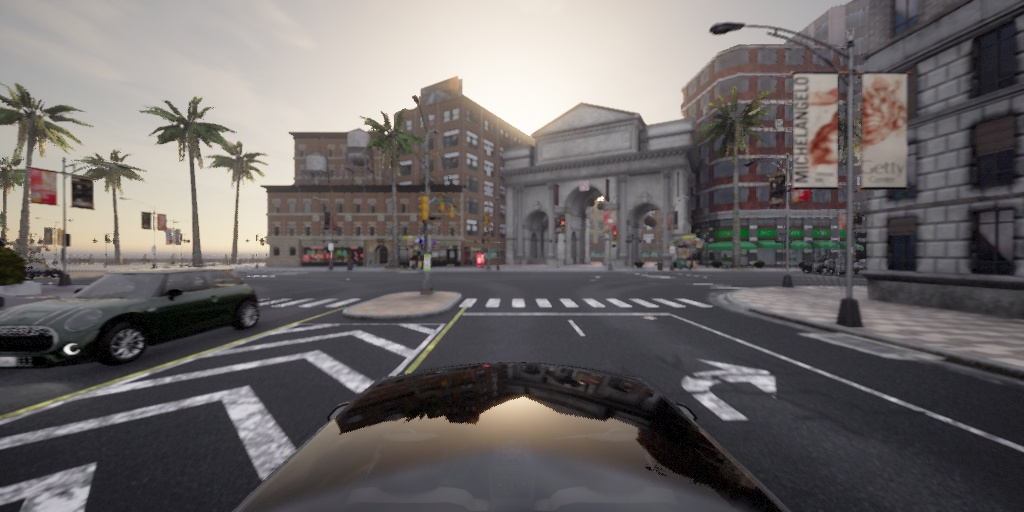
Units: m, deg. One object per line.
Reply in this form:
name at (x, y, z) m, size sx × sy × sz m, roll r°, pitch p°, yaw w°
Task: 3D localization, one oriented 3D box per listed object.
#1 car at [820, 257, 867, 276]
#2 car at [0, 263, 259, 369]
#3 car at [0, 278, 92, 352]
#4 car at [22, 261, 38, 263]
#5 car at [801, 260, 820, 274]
car at (30.919, 1.082, 31.962) m, size 4.892 × 1.490 × 1.837 m, roll 0°, pitch 0°, yaw 1°
car at (-8.011, 1.066, 7.928) m, size 2.097 × 1.767 × 4.553 m, roll 0°, pitch 0°, yaw 0°
car at (-11.525, 1.272, 6.261) m, size 2.033 × 1.411 × 5.357 m, roll 0°, pitch 0°, yaw 1°
car at (-39.420, 1.142, 28.882) m, size 5.357 × 1.411 × 2.033 m, roll 0°, pitch 0°, yaw 1°
car at (31.384, 0.910, 35.443) m, size 4.553 × 1.767 × 2.097 m, roll 0°, pitch 0°, yaw 1°
